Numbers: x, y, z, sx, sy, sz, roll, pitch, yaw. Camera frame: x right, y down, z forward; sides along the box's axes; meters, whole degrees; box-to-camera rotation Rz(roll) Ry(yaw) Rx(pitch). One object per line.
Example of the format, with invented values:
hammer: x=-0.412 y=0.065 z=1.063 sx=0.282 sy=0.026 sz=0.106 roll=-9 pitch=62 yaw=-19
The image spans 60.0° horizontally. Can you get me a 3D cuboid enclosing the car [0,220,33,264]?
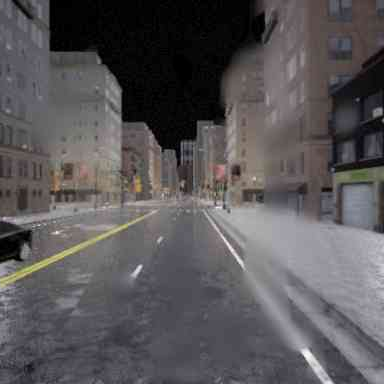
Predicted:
car: x=-6.594 y=1.567 z=9.830 sx=1.882 sy=1.535 sz=5.008 roll=0 pitch=-1 yaw=0
